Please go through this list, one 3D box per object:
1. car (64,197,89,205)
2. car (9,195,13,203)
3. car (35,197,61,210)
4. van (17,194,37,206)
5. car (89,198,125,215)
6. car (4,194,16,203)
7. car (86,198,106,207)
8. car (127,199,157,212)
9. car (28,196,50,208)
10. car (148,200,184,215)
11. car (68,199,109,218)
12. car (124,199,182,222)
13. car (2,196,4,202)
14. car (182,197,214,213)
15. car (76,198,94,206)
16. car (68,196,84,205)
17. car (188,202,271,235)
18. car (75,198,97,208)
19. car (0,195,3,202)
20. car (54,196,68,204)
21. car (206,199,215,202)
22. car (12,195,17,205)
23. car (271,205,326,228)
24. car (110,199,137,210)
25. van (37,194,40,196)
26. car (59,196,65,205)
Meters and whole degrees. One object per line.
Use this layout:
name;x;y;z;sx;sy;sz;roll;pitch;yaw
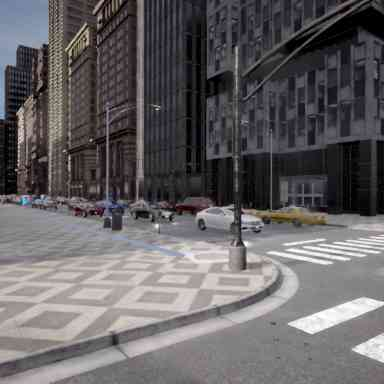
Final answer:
car;-14.392;1.672;42.562;1.994;1.385;4.181;0;0;-37
car;-35.741;1.777;68.071;1.802;1.307;4.206;0;0;-35
car;-19.568;1.695;45.202;1.802;1.307;4.206;0;0;-35
van;-29.272;1.503;58.924;1.690;1.788;3.998;0;0;-35
car;-8.705;1.559;34.473;1.882;1.535;5.008;0;0;-35
car;-38.976;1.527;72.646;2.192;1.841;5.009;0;0;-35
car;-15.851;1.726;54.712;1.947;1.339;4.313;0;0;-35
car;-6.246;1.638;41.130;1.752;1.417;4.829;0;0;-35
car;-22.802;1.711;49.775;1.802;1.307;4.206;0;0;-35
car;-2.913;1.642;36.417;1.887;1.381;4.507;0;0;-35
car;-9.864;1.611;31.481;1.887;1.381;4.507;0;0;-35
car;-3.262;1.547;26.764;2.128;1.511;4.902;0;0;-35
car;-42.211;1.812;77.219;1.802;1.307;4.206;0;0;-35
car;0.321;1.397;31.844;2.192;1.841;5.009;0;0;-35
car;-19.086;1.758;59.285;1.802;1.307;4.206;0;0;-35
car;-22.320;1.633;63.859;1.967;1.590;4.097;0;0;-35
car;2.023;1.557;19.251;1.812;1.442;4.674;0;0;-37
car;-16.146;1.640;50.526;1.837;1.490;4.892;0;-2;-36
car;-45.445;1.687;81.793;1.967;1.590;4.097;0;0;-35
car;-28.789;1.666;73.006;1.967;1.590;4.097;0;0;-35
car;3.457;1.593;27.409;1.752;1.417;4.829;0;0;-35
car;-32.408;1.703;63.359;1.752;1.417;4.829;0;0;-35
car;6.692;1.578;22.836;1.752;1.417;4.829;0;0;-35
car;-9.383;1.679;45.565;2.008;1.369;4.403;0;0;-35
van;-38.494;1.619;86.727;1.690;1.788;3.998;0;0;-35
car;-23.472;1.779;60.878;1.895;1.301;4.718;0;0;-36
